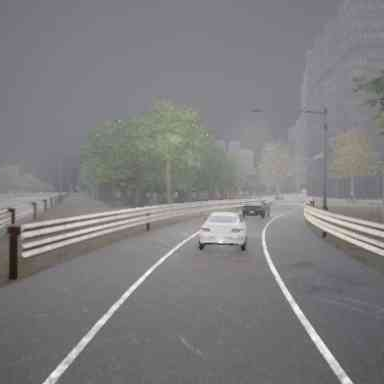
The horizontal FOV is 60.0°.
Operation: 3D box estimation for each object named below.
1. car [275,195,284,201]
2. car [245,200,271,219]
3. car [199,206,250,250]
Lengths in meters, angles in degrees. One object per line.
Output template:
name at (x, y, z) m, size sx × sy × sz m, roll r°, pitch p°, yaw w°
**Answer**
car at (23.673, 1.510, 90.453) m, size 2.128 × 1.511 × 4.902 m, roll 0°, pitch 0°, yaw 5°
car at (5.877, 1.514, 29.993) m, size 1.882 × 1.535 × 5.008 m, roll 0°, pitch 0°, yaw 21°
car at (1.434, 1.533, 14.273) m, size 1.812 × 1.442 × 4.674 m, roll 0°, pitch 0°, yaw 10°
